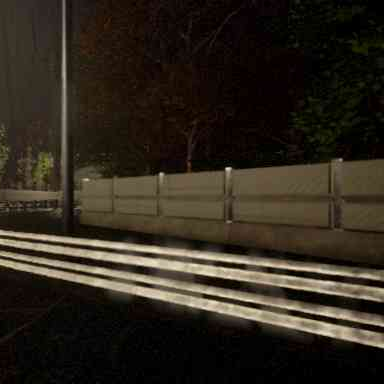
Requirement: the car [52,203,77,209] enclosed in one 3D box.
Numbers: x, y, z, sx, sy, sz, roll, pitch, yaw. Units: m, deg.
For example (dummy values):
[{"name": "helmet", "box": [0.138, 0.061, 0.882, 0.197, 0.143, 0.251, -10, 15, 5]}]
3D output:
[{"name": "car", "box": [-20.465, 2.001, 53.440, 1.895, 1.301, 4.718, 0, 0, 13]}]
